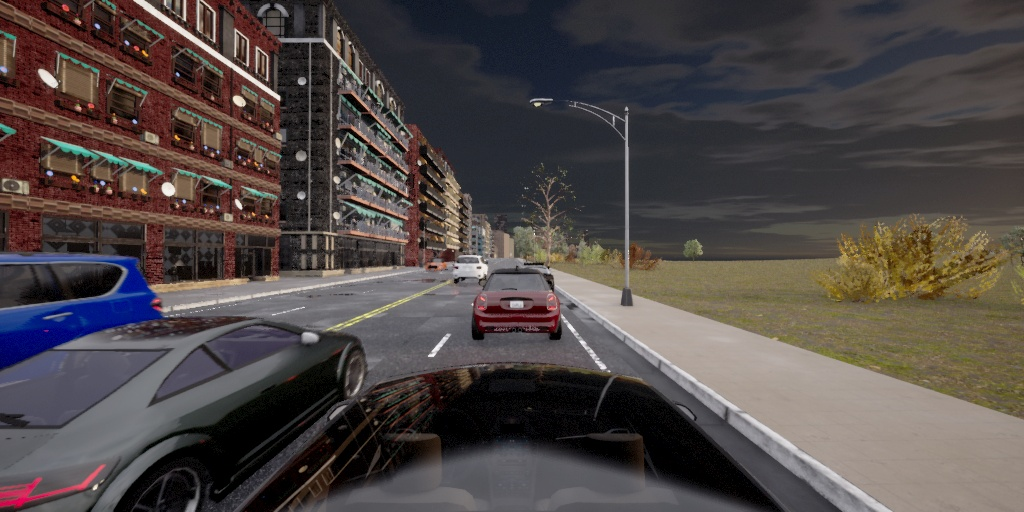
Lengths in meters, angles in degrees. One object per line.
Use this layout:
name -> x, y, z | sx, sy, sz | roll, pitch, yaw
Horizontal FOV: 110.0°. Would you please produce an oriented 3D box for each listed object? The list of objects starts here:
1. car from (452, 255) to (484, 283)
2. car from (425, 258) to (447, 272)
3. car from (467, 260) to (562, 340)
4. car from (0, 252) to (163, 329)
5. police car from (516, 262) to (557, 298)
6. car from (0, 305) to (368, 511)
car -> -3.090, 0.976, 27.696 | 2.150, 2.045, 5.566 | 0, 0, 0
car -> -9.745, 1.103, 46.326 | 2.097, 1.767, 4.553 | 0, 0, 0
car -> 0.114, 1.103, 10.134 | 2.097, 1.767, 4.553 | 0, 0, 0
car -> -6.600, 0.972, 3.378 | 2.150, 2.045, 5.566 | 0, 0, 0
police car -> 1.178, 1.177, 19.630 | 1.930, 1.638, 5.238 | 0, 0, 0
car -> -3.148, 1.313, 3.690 | 1.994, 1.385, 4.181 | 0, 0, 0
